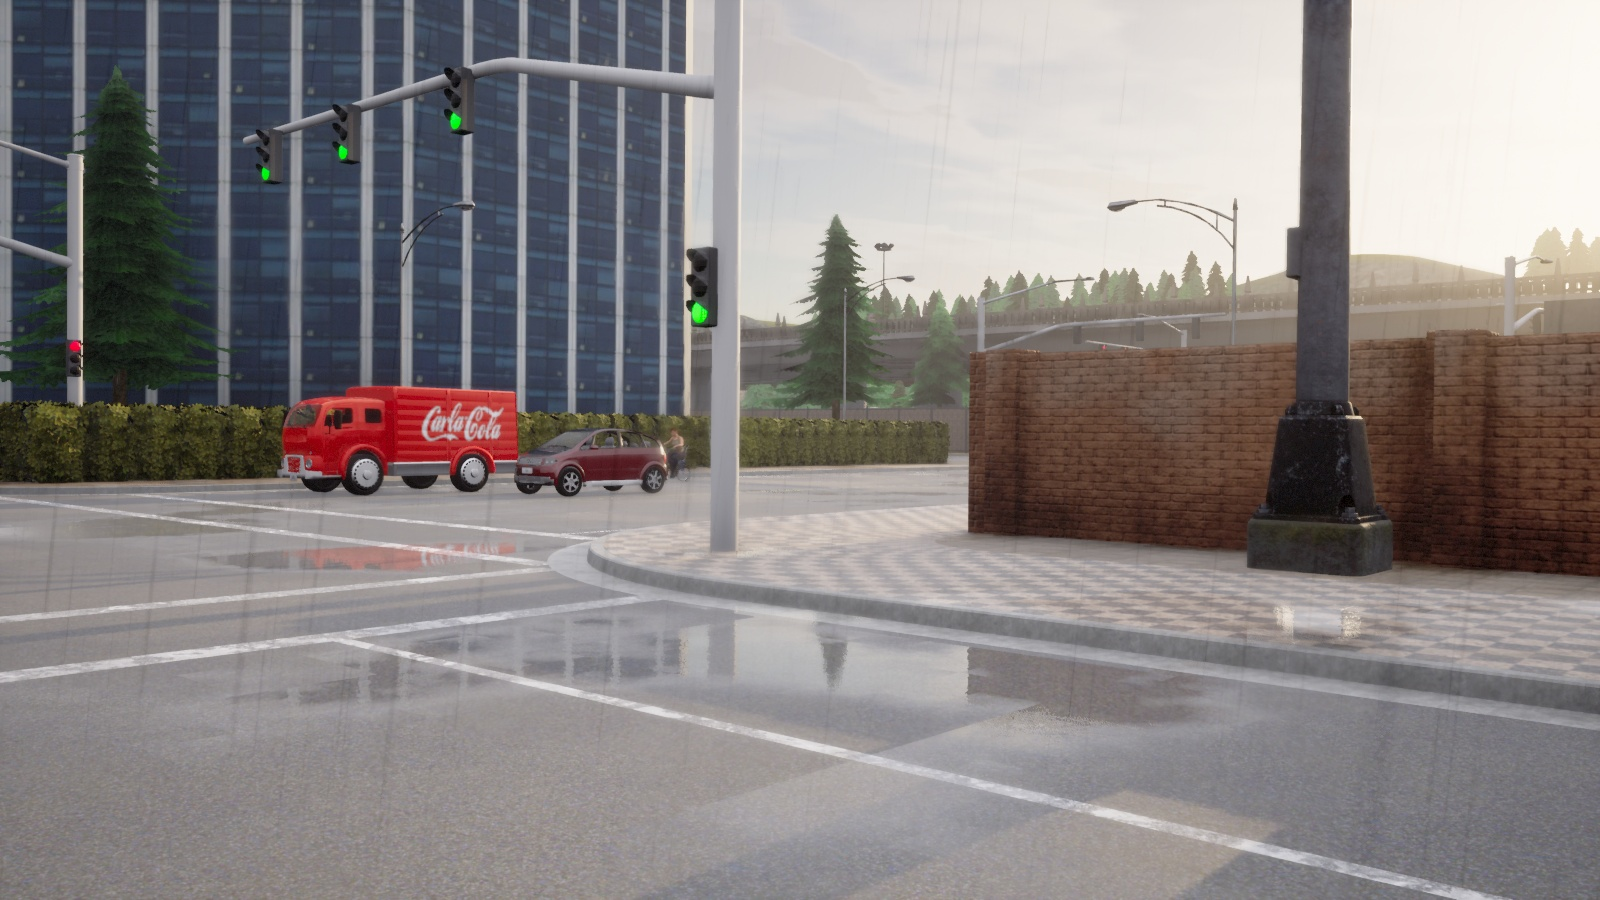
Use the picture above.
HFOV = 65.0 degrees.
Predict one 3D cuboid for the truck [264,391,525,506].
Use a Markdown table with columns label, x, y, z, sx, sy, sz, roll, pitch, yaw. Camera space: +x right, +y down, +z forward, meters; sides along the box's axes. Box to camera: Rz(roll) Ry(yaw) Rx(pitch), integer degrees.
| label | x | y | z | sx | sy | sz | roll | pitch | yaw |
| --- | --- | --- | --- | --- | --- | --- | --- | --- | --- |
| truck | -9.437 | -0.074 | 29.588 | 2.627 | 2.467 | 5.204 | 0 | 1 | 41 |

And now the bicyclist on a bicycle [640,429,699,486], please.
| label | x | y | z | sx | sy | sz | roll | pitch | yaw |
| --- | --- | --- | --- | --- | --- | --- | --- | --- | --- |
| bicyclist on a bicycle | -3.739 | 0.209 | 36.050 | 0.866 | 1.612 | 1.509 | 1 | 0 | 42 |

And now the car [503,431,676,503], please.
| label | x | y | z | sx | sy | sz | roll | pitch | yaw |
| --- | --- | --- | --- | --- | --- | --- | --- | --- | --- |
| car | -4.882 | 0.352 | 29.483 | 1.789 | 1.549 | 3.705 | 0 | 1 | 41 |
